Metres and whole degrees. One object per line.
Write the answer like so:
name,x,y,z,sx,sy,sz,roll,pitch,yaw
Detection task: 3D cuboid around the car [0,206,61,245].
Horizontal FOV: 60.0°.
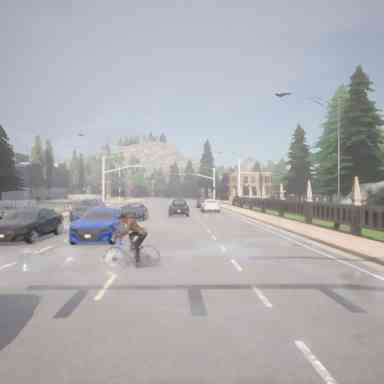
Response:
car,-7.738,1.478,15.791,1.882,1.535,5.008,0,0,-3

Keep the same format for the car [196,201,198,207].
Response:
car,1.602,1.547,46.767,2.033,1.411,5.357,0,0,-3

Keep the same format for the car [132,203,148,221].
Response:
car,-4.617,1.564,26.653,1.994,1.385,4.181,0,0,-3

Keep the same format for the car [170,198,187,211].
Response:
car,-1.719,1.547,42.523,2.033,1.411,5.357,0,0,-3

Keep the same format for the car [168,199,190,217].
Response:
car,-1.231,1.492,31.558,2.128,1.511,4.902,0,0,-2

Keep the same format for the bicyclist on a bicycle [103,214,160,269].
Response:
bicyclist on a bicycle,-1.792,1.455,9.762,1.656,1.620,0.582,-2,0,-3

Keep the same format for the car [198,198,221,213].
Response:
car,2.017,1.526,37.190,1.812,1.442,4.674,0,0,-3

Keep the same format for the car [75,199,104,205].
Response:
car,-8.115,1.352,26.529,2.097,1.767,4.553,0,0,-3

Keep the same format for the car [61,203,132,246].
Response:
car,-4.230,1.477,15.650,1.882,1.535,5.008,0,0,-3
